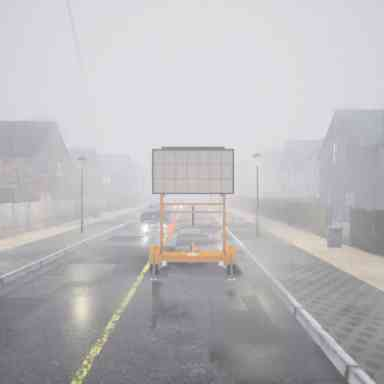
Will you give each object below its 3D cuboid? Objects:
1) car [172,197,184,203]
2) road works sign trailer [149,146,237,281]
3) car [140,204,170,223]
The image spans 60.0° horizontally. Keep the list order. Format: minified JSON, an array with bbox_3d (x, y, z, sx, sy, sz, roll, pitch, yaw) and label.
[{"bbox_3d":[-2.598,1.708,62.412,2.128,1.511,4.902,0,0,0],"label":"car"},{"bbox_3d":[0.029,0.465,9.852,2.380,3.560,2.880,0,0,1],"label":"road works sign trailer"},{"bbox_3d":[-2.789,1.591,25.812,1.994,1.385,4.181,0,0,0],"label":"car"}]
